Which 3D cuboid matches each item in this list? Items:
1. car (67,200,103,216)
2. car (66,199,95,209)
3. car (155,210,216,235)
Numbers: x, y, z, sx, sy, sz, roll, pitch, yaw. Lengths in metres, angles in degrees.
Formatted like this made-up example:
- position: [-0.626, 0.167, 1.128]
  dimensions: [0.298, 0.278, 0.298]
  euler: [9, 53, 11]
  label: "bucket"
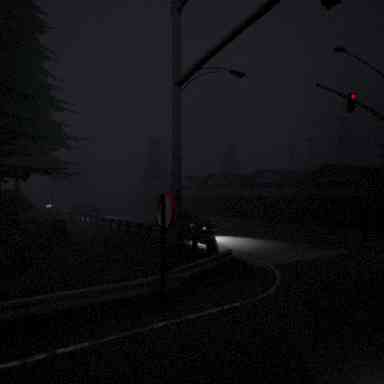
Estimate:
- position: [-10.964, 1.739, 34.327]
  dimensions: [2.033, 1.411, 5.357]
  euler: [0, 0, -35]
  label: "car"
- position: [-16.489, 1.778, 49.500]
  dimensions: [1.895, 1.301, 4.718]
  euler: [0, 0, 14]
  label: "car"
- position: [-0.480, 1.754, 19.375]
  dimensions: [1.994, 1.385, 4.181]
  euler: [0, 0, -35]
  label: "car"
